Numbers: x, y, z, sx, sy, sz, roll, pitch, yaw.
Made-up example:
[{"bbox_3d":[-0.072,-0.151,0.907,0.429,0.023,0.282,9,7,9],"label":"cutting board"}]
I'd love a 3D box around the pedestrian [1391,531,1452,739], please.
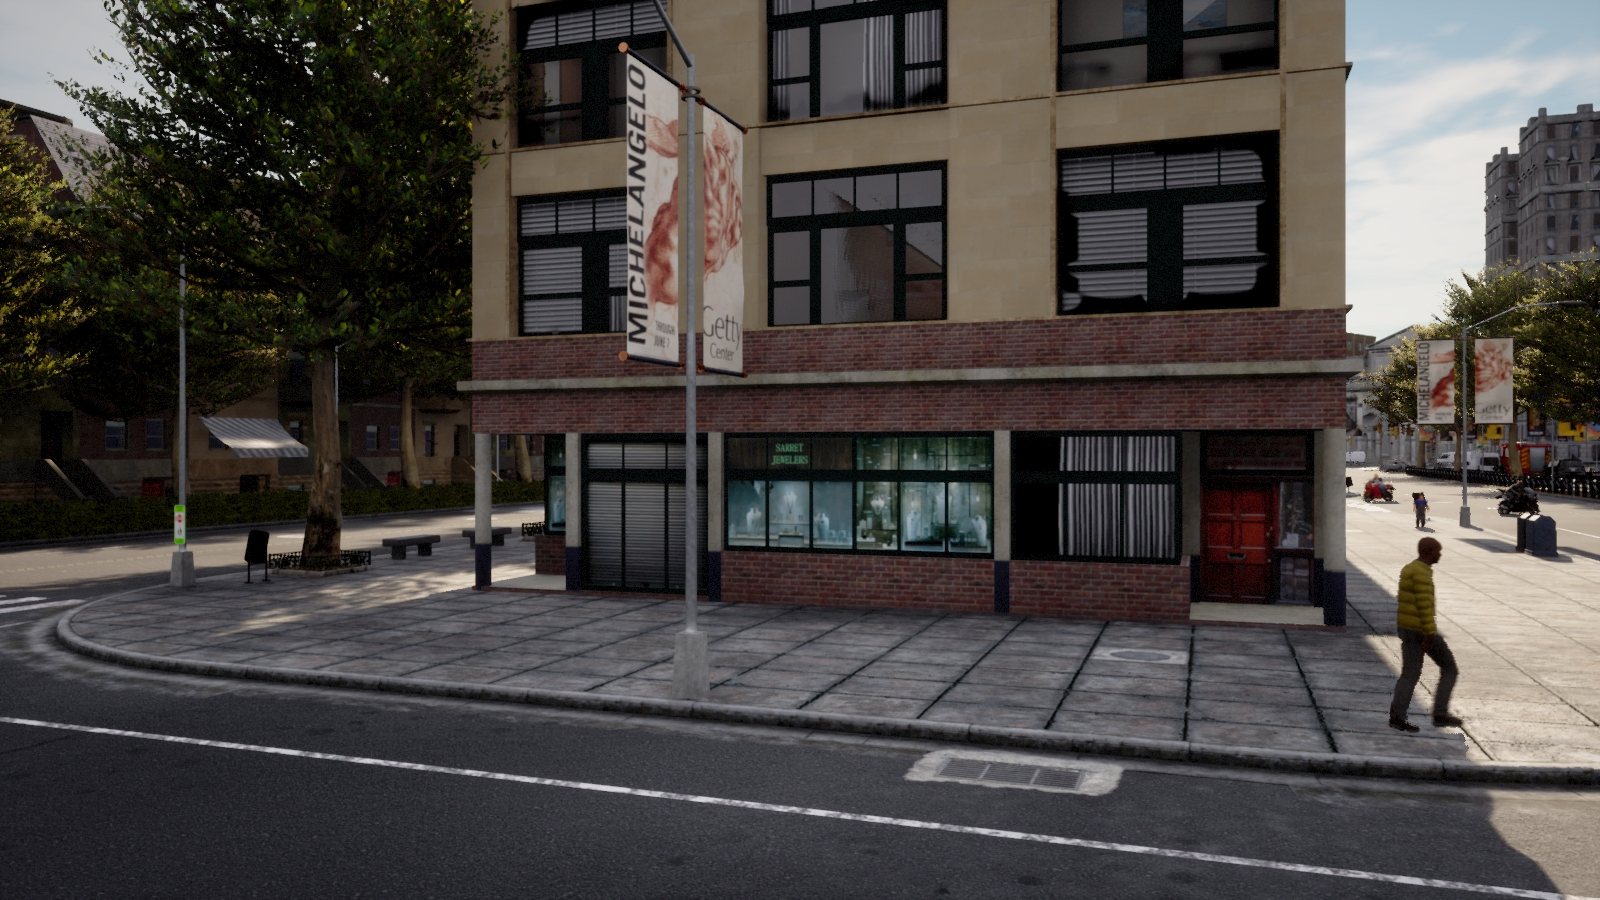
[{"bbox_3d":[5.759,1.696,10.597,0.375,1.860,0.375,0,0,6],"label":"pedestrian"}]

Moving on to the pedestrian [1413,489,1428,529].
[{"bbox_3d":[20.781,1.974,38.250,0.375,1.300,0.375,0,0,19],"label":"pedestrian"}]

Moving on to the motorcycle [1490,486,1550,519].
[{"bbox_3d":[30.449,2.201,48.345,0.867,1.251,2.209,-2,0,-9],"label":"motorcycle"}]
